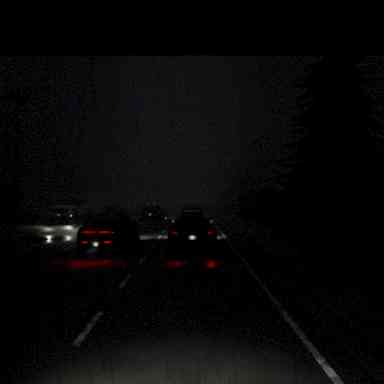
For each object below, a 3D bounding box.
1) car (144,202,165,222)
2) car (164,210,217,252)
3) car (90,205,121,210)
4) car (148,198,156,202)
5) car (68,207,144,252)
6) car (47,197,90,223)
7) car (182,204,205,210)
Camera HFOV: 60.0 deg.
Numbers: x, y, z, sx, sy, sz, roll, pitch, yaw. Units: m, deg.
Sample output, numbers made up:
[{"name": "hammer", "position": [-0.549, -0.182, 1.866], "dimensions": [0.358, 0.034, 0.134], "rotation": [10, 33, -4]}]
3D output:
[{"name": "car", "position": [-3.492, 1.843, 29.453], "dimensions": [1.994, 1.385, 4.181], "rotation": [0, 0, -1]}, {"name": "car", "position": [0.016, 1.702, 14.503], "dimensions": [1.994, 1.385, 4.181], "rotation": [0, 0, 0]}, {"name": "car", "position": [-6.976, 1.873, 28.822], "dimensions": [1.895, 1.301, 4.718], "rotation": [0, -1, 0]}, {"name": "car", "position": [-10.424, 2.251, 86.896], "dimensions": [1.882, 1.535, 5.008], "rotation": [0, -1, 0]}, {"name": "car", "position": [-3.484, 1.645, 14.483], "dimensions": [1.837, 1.490, 4.892], "rotation": [0, 0, 0]}, {"name": "car", "position": [-10.476, 1.479, 28.884], "dimensions": [2.150, 2.045, 5.566], "rotation": [0, -1, 0]}, {"name": "car", "position": [0.089, 1.771, 29.446], "dimensions": [2.128, 1.511, 4.902], "rotation": [0, 0, 2]}]
